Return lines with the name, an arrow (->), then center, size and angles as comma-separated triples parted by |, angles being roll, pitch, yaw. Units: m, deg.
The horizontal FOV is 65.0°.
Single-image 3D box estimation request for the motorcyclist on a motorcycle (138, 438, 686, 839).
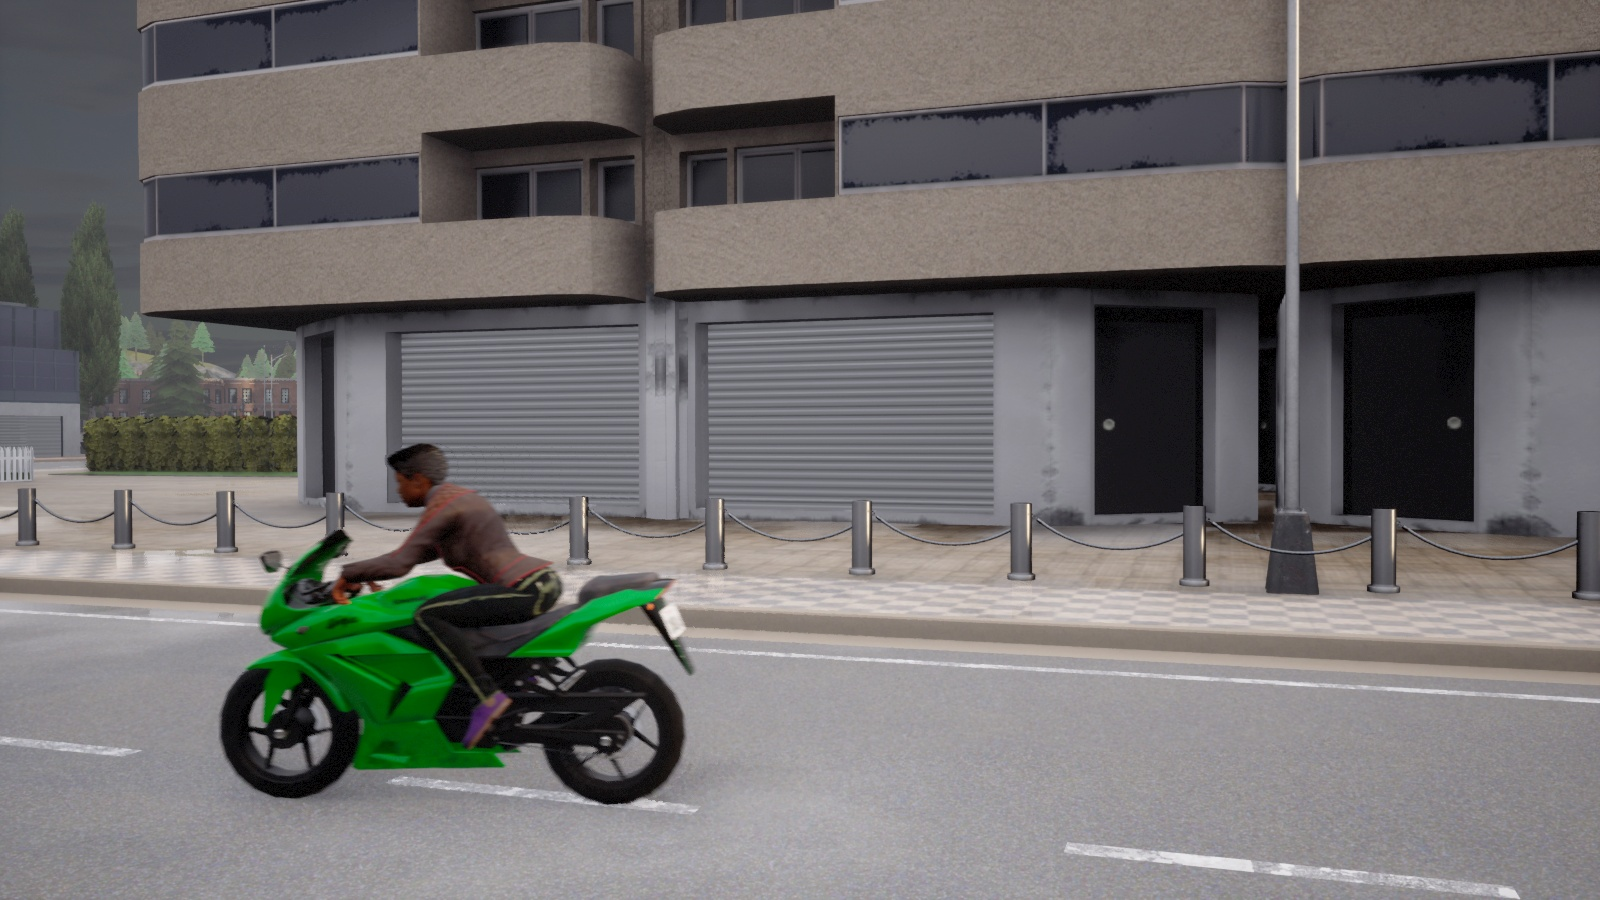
motorcyclist on a motorcycle -> -1.557, 0.718, 5.269 | 2.044, 1.523, 0.797 | 0, 1, 4
